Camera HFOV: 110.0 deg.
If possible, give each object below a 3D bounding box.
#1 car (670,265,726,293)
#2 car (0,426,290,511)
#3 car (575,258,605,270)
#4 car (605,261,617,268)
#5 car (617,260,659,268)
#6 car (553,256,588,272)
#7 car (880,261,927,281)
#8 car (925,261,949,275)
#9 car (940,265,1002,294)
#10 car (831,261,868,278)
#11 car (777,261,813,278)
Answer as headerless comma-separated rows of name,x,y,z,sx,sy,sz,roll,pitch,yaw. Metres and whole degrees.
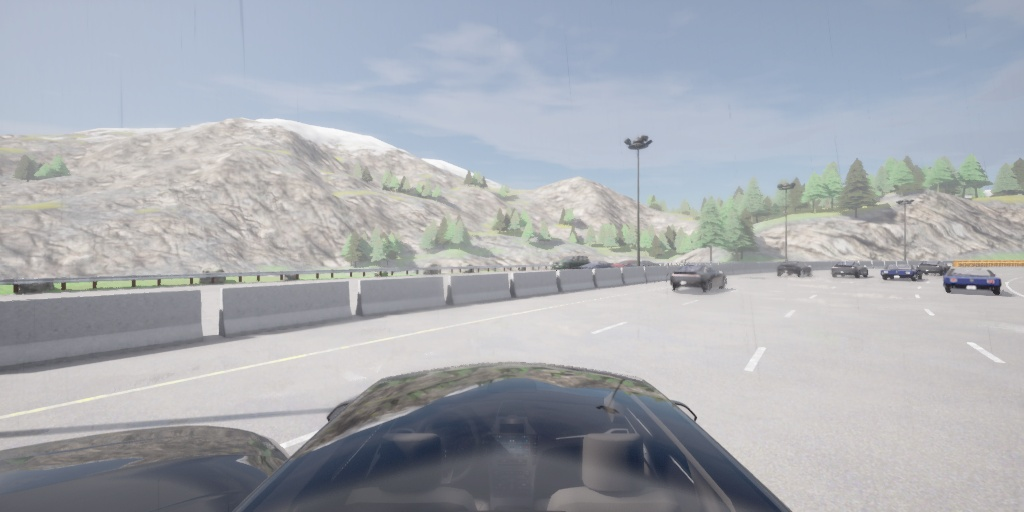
car,10.914,1.242,20.904,4.902,1.511,2.128,0,0,-45
car,-2.981,1.255,0.477,4.892,1.490,1.837,0,0,-45
car,10.606,1.297,44.171,5.357,1.411,2.033,0,0,-39
car,13.597,1.228,42.075,5.008,1.535,1.882,0,0,-38
car,13.469,1.227,37.469,5.008,1.535,1.882,0,0,-39
car,7.760,0.975,46.372,5.566,2.045,2.150,1,0,-39
car,32.309,1.351,29.677,4.718,1.301,1.895,0,0,-35
car,43.314,1.241,36.808,4.902,1.511,2.128,0,0,-31
car,25.790,1.351,20.210,4.718,1.301,1.895,0,0,-40
car,31.376,1.241,33.286,4.902,1.511,2.128,0,0,-35
car,27.423,1.249,34.743,4.892,1.490,1.837,2,-1,-36
